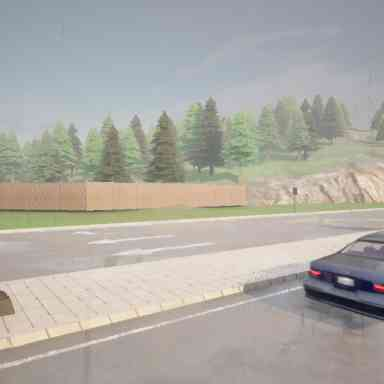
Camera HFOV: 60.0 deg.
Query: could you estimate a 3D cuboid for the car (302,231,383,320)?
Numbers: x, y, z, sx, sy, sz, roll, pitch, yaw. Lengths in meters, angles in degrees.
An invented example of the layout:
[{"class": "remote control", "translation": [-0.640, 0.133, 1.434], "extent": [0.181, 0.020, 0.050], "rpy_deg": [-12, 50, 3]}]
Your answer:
[{"class": "car", "translation": [4.619, 1.547, 7.040], "extent": [5.357, 1.411, 2.033], "rpy_deg": [0, 0, -35]}]
